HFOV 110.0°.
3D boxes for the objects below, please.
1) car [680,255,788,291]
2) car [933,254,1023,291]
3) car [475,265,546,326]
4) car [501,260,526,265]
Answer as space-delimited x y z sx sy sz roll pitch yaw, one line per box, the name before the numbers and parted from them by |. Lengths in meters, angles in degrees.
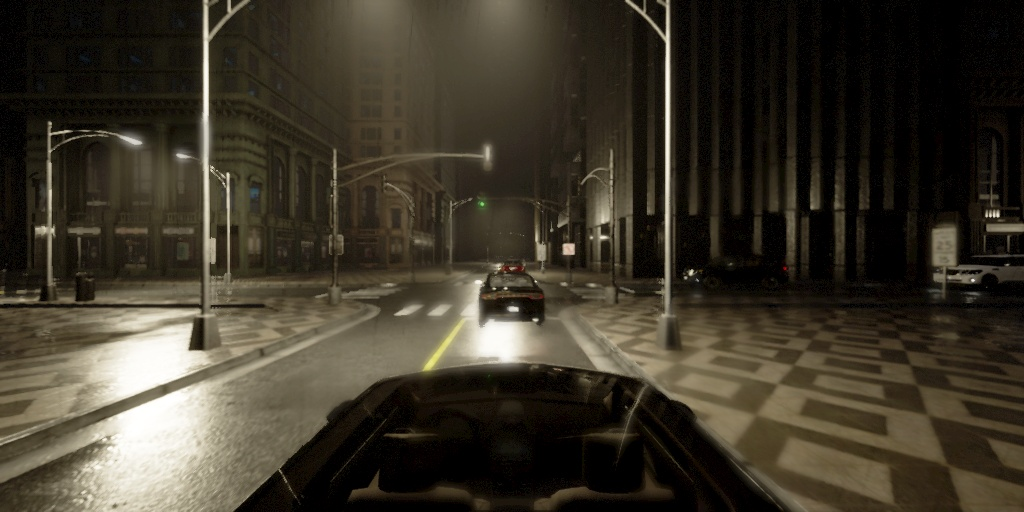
car | 12.928 0.933 20.995 5.566 2.045 2.150 0 0 0
car | 28.327 0.926 20.986 5.566 2.045 2.150 0 0 0
car | -0.154 1.221 11.697 1.882 1.535 5.008 0 0 -5
car | 0.101 1.088 30.844 2.097 1.767 4.553 0 0 0
